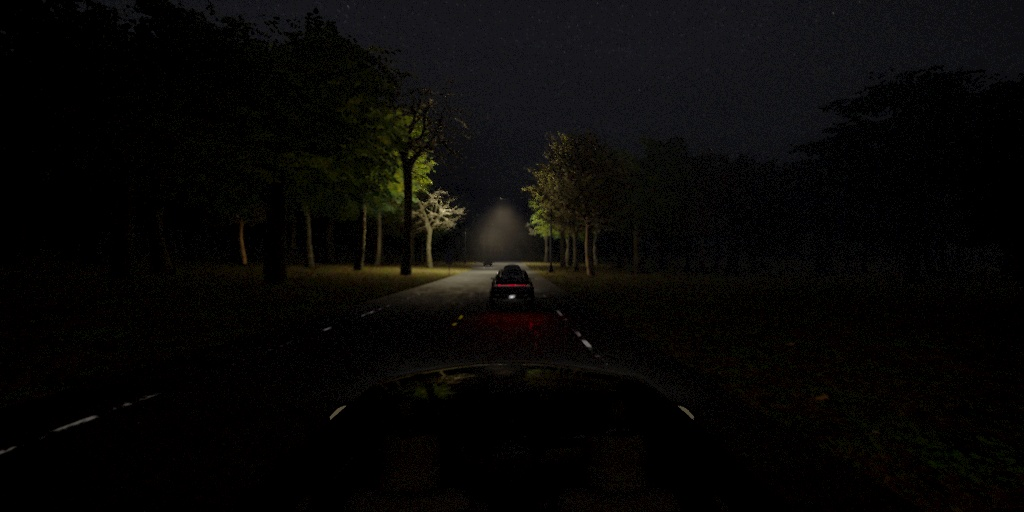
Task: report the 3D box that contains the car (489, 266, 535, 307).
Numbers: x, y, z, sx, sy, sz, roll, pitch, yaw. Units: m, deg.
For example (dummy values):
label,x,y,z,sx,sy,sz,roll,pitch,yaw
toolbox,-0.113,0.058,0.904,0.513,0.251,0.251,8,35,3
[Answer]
label,x,y,z,sx,sy,sz,roll,pitch,yaw
car,0.002,1.370,16.142,2.128,1.511,4.902,0,0,0
